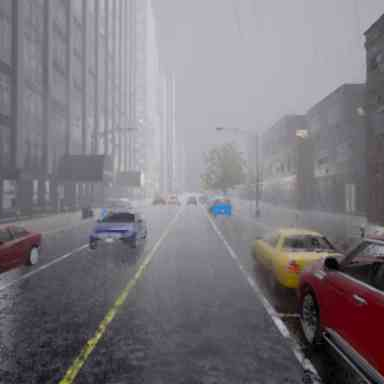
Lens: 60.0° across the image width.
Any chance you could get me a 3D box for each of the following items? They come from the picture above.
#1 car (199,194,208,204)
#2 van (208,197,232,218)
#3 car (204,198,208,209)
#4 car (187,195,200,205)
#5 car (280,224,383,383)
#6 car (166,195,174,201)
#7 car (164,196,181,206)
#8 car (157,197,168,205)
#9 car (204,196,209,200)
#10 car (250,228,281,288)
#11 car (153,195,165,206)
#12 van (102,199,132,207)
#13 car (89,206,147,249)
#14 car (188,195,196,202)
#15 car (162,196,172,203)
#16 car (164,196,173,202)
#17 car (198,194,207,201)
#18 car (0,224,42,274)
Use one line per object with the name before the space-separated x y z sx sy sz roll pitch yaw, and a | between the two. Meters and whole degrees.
car | 2.720 1.634 64.565 1.752 1.417 4.829 1 0 0
van | 2.713 1.407 31.118 1.690 1.788 3.998 1 0 0
car | 2.711 1.640 36.664 1.947 1.339 4.313 1 0 0
car | 0.017 1.706 60.939 1.895 1.301 4.718 0 0 0
car | 2.705 1.324 3.386 2.192 1.841 5.009 1 0 0
car | -5.654 1.649 86.410 1.752 1.417 4.829 1 0 0
car | -3.034 1.452 55.836 2.097 1.767 4.553 0 0 1
car | -5.660 1.634 64.225 1.752 1.417 4.829 1 0 0
car | 3.013 1.616 47.146 1.812 1.442 4.674 0 0 0
car | 2.704 1.548 9.102 1.752 1.417 4.829 1 0 0
car | -5.659 1.418 58.850 2.192 1.841 5.009 1 0 0
van | -5.669 1.397 25.574 1.690 1.788 3.998 1 0 0
car | -3.096 1.561 14.778 1.812 1.442 4.674 0 0 0
car | 0.022 1.545 80.422 1.837 1.490 4.892 0 0 0
car | -5.658 1.643 75.317 1.752 1.417 4.829 1 0 0
car | -5.656 1.687 81.035 1.947 1.339 4.313 1 0 0
car | 2.729 1.439 86.581 2.192 1.841 5.009 1 0 0
car | -5.677 1.568 8.933 1.887 1.381 4.507 1 0 0
